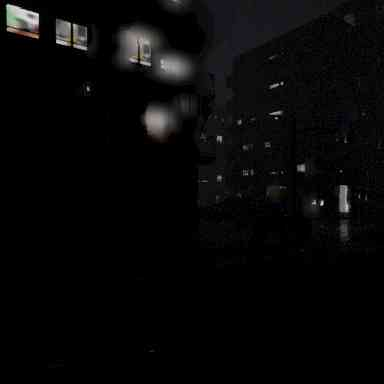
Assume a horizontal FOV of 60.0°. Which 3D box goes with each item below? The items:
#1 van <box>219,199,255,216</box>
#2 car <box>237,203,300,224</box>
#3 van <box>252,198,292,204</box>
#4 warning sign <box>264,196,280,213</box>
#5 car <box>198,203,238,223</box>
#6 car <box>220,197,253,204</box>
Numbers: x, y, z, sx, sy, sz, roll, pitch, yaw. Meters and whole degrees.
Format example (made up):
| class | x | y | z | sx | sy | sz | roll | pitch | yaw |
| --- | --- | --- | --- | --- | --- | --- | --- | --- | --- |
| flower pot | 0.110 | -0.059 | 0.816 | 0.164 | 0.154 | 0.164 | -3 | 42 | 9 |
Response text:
| class | x | y | z | sx | sy | sz | roll | pitch | yaw |
| --- | --- | --- | --- | --- | --- | --- | --- | --- | --- |
| van | 5.096 | 1.675 | 38.095 | 1.690 | 1.788 | 3.998 | -1 | 0 | -36 |
| car | 6.237 | 1.828 | 26.844 | 1.895 | 1.301 | 4.718 | 0 | -1 | -37 |
| van | 8.424 | 1.602 | 33.589 | 1.690 | 1.788 | 3.998 | -1 | 0 | -36 |
| warning sign | 8.906 | 1.399 | 36.979 | 1.300 | 1.860 | 1.060 | 1 | 0 | -36 |
| car | 1.699 | 1.874 | 28.653 | 1.802 | 1.307 | 4.206 | -1 | 0 | -36 |
| car | 4.332 | 1.536 | 34.818 | 2.150 | 2.045 | 5.566 | 0 | -1 | -37 |
